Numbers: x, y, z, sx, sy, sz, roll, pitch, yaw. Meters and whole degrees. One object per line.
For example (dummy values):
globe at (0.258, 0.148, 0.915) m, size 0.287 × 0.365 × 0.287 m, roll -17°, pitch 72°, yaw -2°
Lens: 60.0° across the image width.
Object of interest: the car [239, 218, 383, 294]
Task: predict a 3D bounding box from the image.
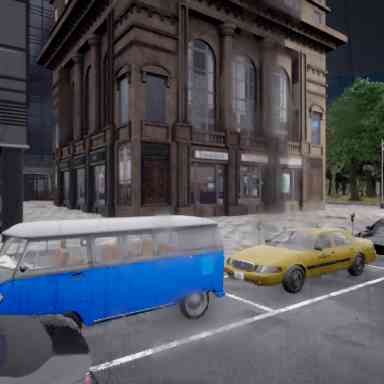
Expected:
car at (3.005, 1.525, 8.789) m, size 4.829 × 1.417 × 1.752 m, roll 0°, pitch 0°, yaw -35°

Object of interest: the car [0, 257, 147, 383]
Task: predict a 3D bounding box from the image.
car at (-2.835, 1.491, 1.359) m, size 4.902 × 1.511 × 2.128 m, roll 0°, pitch 0°, yaw -35°

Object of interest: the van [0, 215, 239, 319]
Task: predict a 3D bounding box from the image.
van at (-1.286, 1.341, 5.733) m, size 3.998 × 1.788 × 1.690 m, roll 0°, pitch 0°, yaw -35°
